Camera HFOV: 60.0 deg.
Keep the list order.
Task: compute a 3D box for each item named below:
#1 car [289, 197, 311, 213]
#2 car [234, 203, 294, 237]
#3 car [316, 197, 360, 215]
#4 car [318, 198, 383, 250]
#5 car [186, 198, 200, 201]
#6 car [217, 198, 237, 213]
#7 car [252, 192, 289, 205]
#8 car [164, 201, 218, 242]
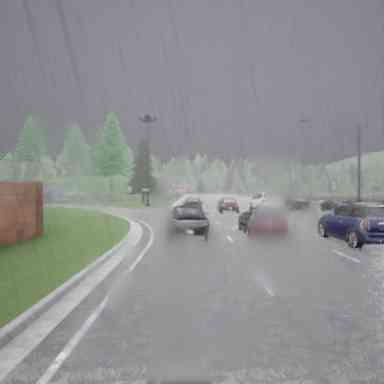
[{"bbox_3d":[10.607,1.298,34.117,1.882,1.535,5.008,0,0,0],"label":"car"},{"bbox_3d":[3.602,1.472,17.396,1.994,1.385,4.181,0,0,0],"label":"car"},{"bbox_3d":[14.106,1.320,32.548,2.128,1.511,4.902,0,0,0],"label":"car"},{"bbox_3d":[7.100,1.277,14.166,2.097,1.767,4.553,0,0,0],"label":"car"},{"bbox_3d":[0.106,1.333,32.619,1.837,1.490,4.892,0,0,0],"label":"car"},{"bbox_3d":[3.594,1.349,33.598,1.812,1.442,4.674,0,0,0],"label":"car"},{"bbox_3d":[7.107,1.055,31.615,2.150,2.045,5.566,0,0,0],"label":"car"},{"bbox_3d":[-0.276,1.407,15.949,2.128,1.511,4.902,0,0,-4],"label":"car"}]
